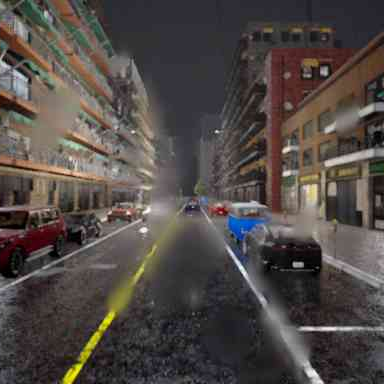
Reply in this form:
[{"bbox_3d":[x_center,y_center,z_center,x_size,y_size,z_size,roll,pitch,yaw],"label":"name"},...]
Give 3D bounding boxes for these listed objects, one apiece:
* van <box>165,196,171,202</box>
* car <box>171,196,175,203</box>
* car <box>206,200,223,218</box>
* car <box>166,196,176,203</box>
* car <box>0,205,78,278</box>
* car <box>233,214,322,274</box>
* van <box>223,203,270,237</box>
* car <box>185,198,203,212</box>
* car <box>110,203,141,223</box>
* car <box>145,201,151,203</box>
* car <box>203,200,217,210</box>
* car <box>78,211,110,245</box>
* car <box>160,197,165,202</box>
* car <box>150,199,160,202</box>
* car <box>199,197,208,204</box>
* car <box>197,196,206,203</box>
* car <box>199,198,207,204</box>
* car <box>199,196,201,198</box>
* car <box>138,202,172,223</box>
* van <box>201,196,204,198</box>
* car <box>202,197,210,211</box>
[{"bbox_3d":[-5.677,1.861,67.263,1.690,1.788,3.998,0,-1,0],"label":"van"},{"bbox_3d":[-5.677,2.147,78.419,1.752,1.417,4.829,0,-1,0],"label":"car"},{"bbox_3d":[2.699,1.786,33.271,1.887,1.381,4.507,0,0,0],"label":"car"},{"bbox_3d":[-5.674,2.043,89.922,2.192,1.841,5.009,0,-1,0],"label":"car"},{"bbox_3d":[-5.682,1.388,10.618,2.192,1.841,5.009,0,0,0],"label":"car"},{"bbox_3d":[2.696,1.624,10.615,2.008,1.369,4.403,0,0,0],"label":"car"},{"bbox_3d":[2.698,1.455,16.278,1.690,1.788,3.998,0,0,0],"label":"van"},{"bbox_3d":[0.107,1.891,44.094,1.994,1.385,4.181,0,-1,0],"label":"car"},{"bbox_3d":[-5.682,1.638,27.609,1.967,1.590,4.097,0,0,0],"label":"car"},{"bbox_3d":[-5.682,1.792,33.273,2.008,1.369,4.403,0,0,0],"label":"car"},{"bbox_3d":[2.701,1.959,50.265,1.802,1.307,4.206,0,0,0],"label":"car"},{"bbox_3d":[-5.683,1.679,16.279,1.947,1.339,4.313,0,0,0],"label":"car"},{"bbox_3d":[-5.679,1.817,50.269,1.967,1.590,4.097,0,0,0],"label":"car"},{"bbox_3d":[-5.680,1.856,44.433,1.752,1.417,4.829,0,0,0],"label":"car"},{"bbox_3d":[2.704,2.063,78.588,1.967,1.590,4.097,0,-1,0],"label":"car"},{"bbox_3d":[2.707,2.096,95.584,2.192,1.841,5.009,0,-1,0],"label":"car"},{"bbox_3d":[2.704,2.241,84.252,1.947,1.339,4.313,0,-1,0],"label":"car"},{"bbox_3d":[0.110,1.825,61.432,2.097,1.767,4.553,0,0,0],"label":"car"},{"bbox_3d":[-3.005,1.801,27.916,1.895,1.301,4.718,0,0,0],"label":"car"},{"bbox_3d":[2.703,1.861,67.261,1.690,1.788,3.998,0,-1,0],"label":"van"},{"bbox_3d":[2.701,1.772,44.601,1.967,1.590,4.097,0,0,0],"label":"car"}]
